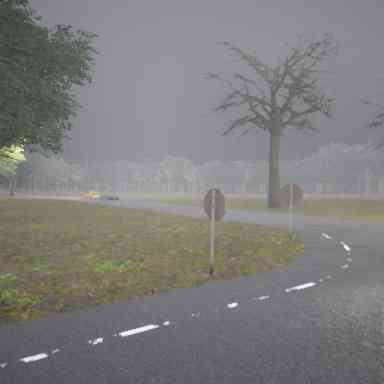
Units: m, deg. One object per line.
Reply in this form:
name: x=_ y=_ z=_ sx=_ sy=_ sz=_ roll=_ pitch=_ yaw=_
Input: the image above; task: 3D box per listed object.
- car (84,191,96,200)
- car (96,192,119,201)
car: x=-18.038 y=0.588 z=60.169 sx=1.882 sy=1.535 sz=5.008 roll=2 pitch=-1 yaw=-36
car: x=-13.479 y=0.706 z=53.871 sx=1.994 sy=1.385 sz=4.181 roll=2 pitch=-1 yaw=-35
